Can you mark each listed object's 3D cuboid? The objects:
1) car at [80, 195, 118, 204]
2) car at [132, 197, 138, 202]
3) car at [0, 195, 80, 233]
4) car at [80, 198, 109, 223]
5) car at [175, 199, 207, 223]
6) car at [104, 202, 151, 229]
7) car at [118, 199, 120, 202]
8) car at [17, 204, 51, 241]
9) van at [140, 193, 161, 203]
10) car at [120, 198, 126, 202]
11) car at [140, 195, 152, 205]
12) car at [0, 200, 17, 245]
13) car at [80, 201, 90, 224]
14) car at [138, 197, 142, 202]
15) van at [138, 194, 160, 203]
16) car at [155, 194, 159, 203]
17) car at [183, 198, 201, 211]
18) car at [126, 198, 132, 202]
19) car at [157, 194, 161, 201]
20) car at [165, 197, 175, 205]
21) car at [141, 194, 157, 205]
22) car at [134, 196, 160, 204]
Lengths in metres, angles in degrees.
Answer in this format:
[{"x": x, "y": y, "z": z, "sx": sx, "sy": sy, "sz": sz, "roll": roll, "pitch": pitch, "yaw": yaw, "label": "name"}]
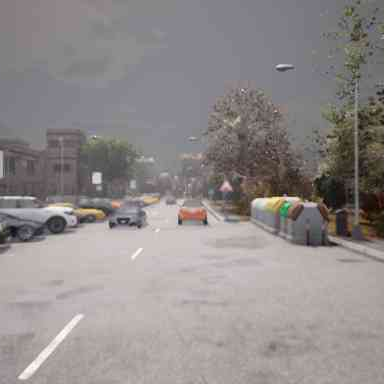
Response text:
[{"x": -9.303, "y": 1.274, "z": 27.424, "sx": 5.566, "sy": 2.045, "sz": 2.435, "roll": -1, "pitch": -1, "yaw": -20, "label": "car"}, {"x": -9.242, "y": 1.593, "z": 39.419, "sx": 4.792, "sy": 1.488, "sz": 2.163, "roll": -1, "pitch": 0, "yaw": -20, "label": "car"}, {"x": -9.330, "y": 1.253, "z": 18.408, "sx": 5.566, "sy": 2.045, "sz": 2.435, "roll": -1, "pitch": 0, "yaw": -20, "label": "car"}, {"x": -9.152, "y": 1.512, "z": 24.466, "sx": 5.366, "sy": 1.575, "sz": 1.946, "roll": -1, "pitch": 0, "yaw": -20, "label": "car"}, {"x": 0.041, "y": 1.387, "z": 25.567, "sx": 2.097, "sy": 1.767, "sz": 4.553, "roll": 0, "pitch": 0, "yaw": 0, "label": "car"}, {"x": -4.099, "y": 1.590, "z": 21.833, "sx": 1.994, "sy": 1.385, "sz": 4.181, "roll": 0, "pitch": 0, "yaw": 0, "label": "car"}, {"x": -9.297, "y": 1.574, "z": 30.402, "sx": 4.674, "sy": 1.452, "sz": 2.002, "roll": -1, "pitch": 0, "yaw": -20, "label": "car"}, {"x": -9.341, "y": 1.529, "z": 15.407, "sx": 4.792, "sy": 1.488, "sz": 2.163, "roll": -1, "pitch": 0, "yaw": -20, "label": "car"}, {"x": -9.454, "y": 1.376, "z": 75.377, "sx": 4.442, "sy": 1.987, "sz": 1.878, "roll": -1, "pitch": 1, "yaw": -20, "label": "van"}, {"x": -9.322, "y": 1.418, "z": 33.399, "sx": 4.553, "sy": 1.767, "sz": 2.185, "roll": -1, "pitch": 0, "yaw": -20, "label": "car"}, {"x": -9.258, "y": 1.616, "z": 51.412, "sx": 4.892, "sy": 1.521, "sz": 2.231, "roll": -1, "pitch": -1, "yaw": -20, "label": "car"}, {"x": -9.348, "y": 1.370, "z": 12.393, "sx": 4.553, "sy": 1.767, "sz": 2.185, "roll": -1, "pitch": 0, "yaw": -20, "label": "car"}, {"x": -9.311, "y": 1.540, "z": 21.408, "sx": 4.792, "sy": 1.488, "sz": 2.163, "roll": -1, "pitch": 0, "yaw": -20, "label": "car"}, {"x": -9.264, "y": 1.616, "z": 42.411, "sx": 4.674, "sy": 1.452, "sz": 2.002, "roll": -1, "pitch": -1, "yaw": -20, "label": "car"}, {"x": -9.431, "y": 1.402, "z": 72.377, "sx": 4.442, "sy": 1.987, "sz": 1.878, "roll": -1, "pitch": 1, "yaw": -20, "label": "van"}, {"x": -9.079, "y": 1.635, "z": 57.478, "sx": 5.366, "sy": 1.575, "sz": 1.946, "roll": -1, "pitch": -1, "yaw": -20, "label": "car"}, {"x": 0.001, "y": 1.583, "z": 42.551, "sx": 2.128, "sy": 1.511, "sz": 4.902, "roll": 0, "pitch": 0, "yaw": 0, "label": "car"}, {"x": -9.311, "y": 1.428, "z": 36.400, "sx": 4.553, "sy": 1.767, "sz": 2.185, "roll": -1, "pitch": 0, "yaw": -20, "label": "car"}, {"x": -9.448, "y": 1.670, "z": 66.363, "sx": 5.366, "sy": 1.575, "sz": 1.946, "roll": -1, "pitch": 0, "yaw": -20, "label": "car"}, {"x": -3.974, "y": 1.681, "z": 63.466, "sx": 1.837, "sy": 1.490, "sz": 4.892, "roll": 0, "pitch": 0, "yaw": 0, "label": "car"}, {"x": -9.077, "y": 1.623, "z": 54.476, "sx": 5.366, "sy": 1.575, "sz": 1.946, "roll": -1, "pitch": -1, "yaw": -20, "label": "car"}, {"x": -9.303, "y": 1.652, "z": 69.431, "sx": 5.008, "sy": 1.535, "sz": 2.097, "roll": -1, "pitch": 0, "yaw": -20, "label": "car"}]
